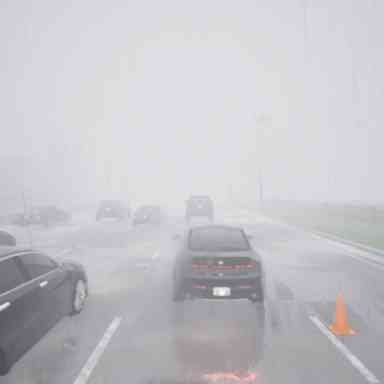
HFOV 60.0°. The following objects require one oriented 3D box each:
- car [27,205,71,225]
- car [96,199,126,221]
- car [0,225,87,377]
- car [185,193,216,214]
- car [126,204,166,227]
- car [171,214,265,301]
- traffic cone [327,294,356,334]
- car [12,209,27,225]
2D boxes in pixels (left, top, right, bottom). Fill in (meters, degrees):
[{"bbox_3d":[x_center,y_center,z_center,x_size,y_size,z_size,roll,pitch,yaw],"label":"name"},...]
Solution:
[{"bbox_3d":[-9.927,1.577,22.461,2.033,1.411,5.357,0,0,0],"label":"car"},{"bbox_3d":[-6.412,1.396,27.709,2.097,1.767,4.553,0,0,0],"label":"car"},{"bbox_3d":[-2.974,1.510,4.671,1.837,1.490,4.892,0,0,0],"label":"car"},{"bbox_3d":[0.587,1.276,27.442,2.150,2.045,5.566,0,0,0],"label":"car"},{"bbox_3d":[-2.925,1.588,23.239,2.033,1.411,5.357,0,0,0],"label":"car"},{"bbox_3d":[0.536,1.522,8.326,1.837,1.490,4.892,0,0,0],"label":"car"},{"bbox_3d":[2.441,1.970,5.451,0.340,0.580,0.340,0,0,0],"label":"traffic cone"},{"bbox_3d":[-6.463,1.359,8.475,2.097,1.767,4.553,0,0,0],"label":"car"}]
